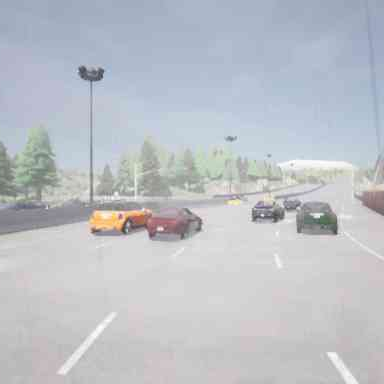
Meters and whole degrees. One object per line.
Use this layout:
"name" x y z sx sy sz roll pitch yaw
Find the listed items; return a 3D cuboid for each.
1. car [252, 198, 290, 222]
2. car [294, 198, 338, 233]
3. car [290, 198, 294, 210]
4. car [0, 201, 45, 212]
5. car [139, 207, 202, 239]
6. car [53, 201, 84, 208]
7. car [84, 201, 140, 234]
"car" 5.960 1.448 25.660 2.128 1.511 4.902 0 0 24
"car" 7.312 1.319 19.576 2.097 1.767 4.553 0 0 19
"car" 11.380 1.429 37.744 2.128 1.511 4.902 0 0 25
"car" -15.431 1.496 29.377 2.033 1.411 5.357 0 0 21
"car" -0.805 1.496 17.227 1.812 1.442 4.674 0 0 15
"car" -10.992 1.511 30.902 1.994 1.385 4.181 0 0 23
"car" -3.839 1.319 19.145 2.097 1.767 4.553 0 0 16
